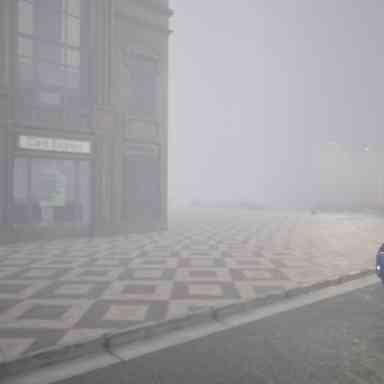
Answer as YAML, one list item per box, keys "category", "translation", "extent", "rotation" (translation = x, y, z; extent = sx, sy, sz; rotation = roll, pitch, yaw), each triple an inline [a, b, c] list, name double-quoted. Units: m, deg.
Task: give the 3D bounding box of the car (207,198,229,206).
- category: "car"
  translation: [4.894, 1.849, 62.688]
  extent: [1.802, 1.307, 4.206]
  rotation: [1, 0, -36]

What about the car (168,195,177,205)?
- category: "car"
  translation: [-5.328, 1.755, 62.196]
  extent: [2.008, 1.369, 4.403]
  rotation: [1, 0, -36]

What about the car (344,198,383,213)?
- category: "car"
  translation: [21.607, 1.604, 39.973]
  extent: [2.192, 1.841, 5.009]
  rotation: [1, 0, -36]

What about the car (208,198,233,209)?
- category: "car"
  translation: [4.697, 1.801, 48.569]
  extent: [1.802, 1.307, 4.206]
  rotation: [1, 0, -36]

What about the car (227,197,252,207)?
- category: "car"
  translation: [8.238, 1.712, 58.144]
  extent: [1.967, 1.590, 4.097]
  rotation: [1, 0, -36]

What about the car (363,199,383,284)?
- category: "car"
  translation: [6.763, 1.284, 8.102]
  extent: [5.566, 2.045, 2.150]
  rotation: [1, -1, -35]

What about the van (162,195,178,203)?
- category: "van"
  translation: [-5.129, 1.585, 76.317]
  extent: [1.690, 1.788, 3.998]
  rotation: [1, 0, -36]

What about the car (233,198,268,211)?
- category: "car"
  translation: [8.039, 1.768, 44.026]
  extent: [1.887, 1.381, 4.507]
  rotation: [1, 0, -36]

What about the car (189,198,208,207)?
- category: "car"
  translation: [1.356, 1.655, 53.112]
  extent: [1.967, 1.590, 4.097]
  rotation: [1, 0, -36]

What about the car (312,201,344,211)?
- category: "car"
  translation: [18.264, 1.850, 44.515]
  extent: [1.947, 1.339, 4.313]
  rotation: [1, 0, -36]
